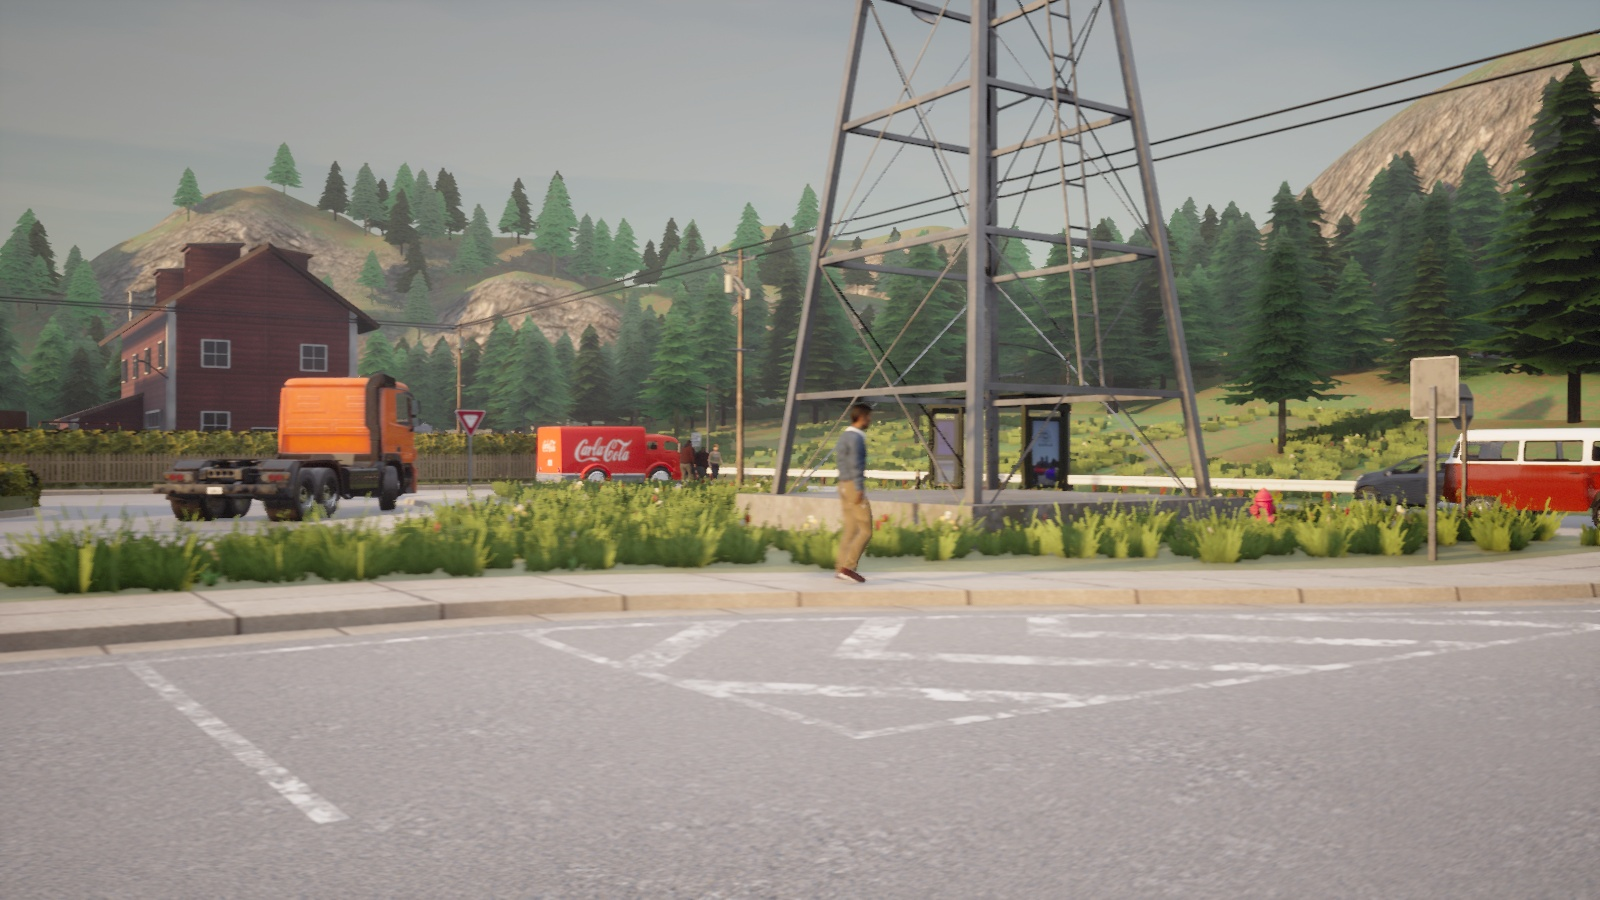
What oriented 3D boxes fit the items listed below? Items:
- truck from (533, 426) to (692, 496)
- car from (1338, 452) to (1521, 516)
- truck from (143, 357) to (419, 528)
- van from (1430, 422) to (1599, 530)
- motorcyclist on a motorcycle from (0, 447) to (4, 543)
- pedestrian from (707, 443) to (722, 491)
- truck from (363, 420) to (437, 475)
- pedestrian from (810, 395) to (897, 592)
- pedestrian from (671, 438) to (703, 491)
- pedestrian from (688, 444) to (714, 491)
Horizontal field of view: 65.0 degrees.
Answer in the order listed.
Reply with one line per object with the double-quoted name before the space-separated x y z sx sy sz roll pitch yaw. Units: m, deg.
"truck" -6.950 0.387 46.675 5.204 2.467 2.627 0 0 -33
"car" 15.613 0.802 31.307 1.845 1.501 3.633 0 0 -34
"truck" -11.783 -0.140 29.551 2.891 3.462 7.936 0 0 3
"van" 15.444 0.501 25.272 2.069 2.038 4.480 0 -1 -34
"motorcyclist on a motorcycle" -14.805 0.778 21.054 0.766 1.649 2.350 0 0 45
"pedestrian" -3.295 0.669 48.513 0.345 1.836 0.594 0 0 -29
"truck" -29.490 -0.183 92.342 2.891 3.827 8.468 0 0 -34
"pedestrian" 0.534 0.430 12.693 0.788 1.949 0.423 0 0 -13
"pedestrian" -3.974 0.517 44.143 0.634 1.844 0.899 0 0 44
"pedestrian" -3.899 0.672 49.529 0.634 1.844 0.899 0 0 -39
